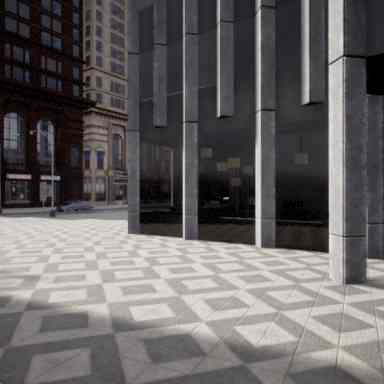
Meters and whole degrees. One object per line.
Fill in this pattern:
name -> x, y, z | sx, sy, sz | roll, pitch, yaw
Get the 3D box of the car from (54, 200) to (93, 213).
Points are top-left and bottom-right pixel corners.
car -> -13.191, 1.635, 37.323 | 1.994, 1.385, 4.181 | 0, 0, 35
